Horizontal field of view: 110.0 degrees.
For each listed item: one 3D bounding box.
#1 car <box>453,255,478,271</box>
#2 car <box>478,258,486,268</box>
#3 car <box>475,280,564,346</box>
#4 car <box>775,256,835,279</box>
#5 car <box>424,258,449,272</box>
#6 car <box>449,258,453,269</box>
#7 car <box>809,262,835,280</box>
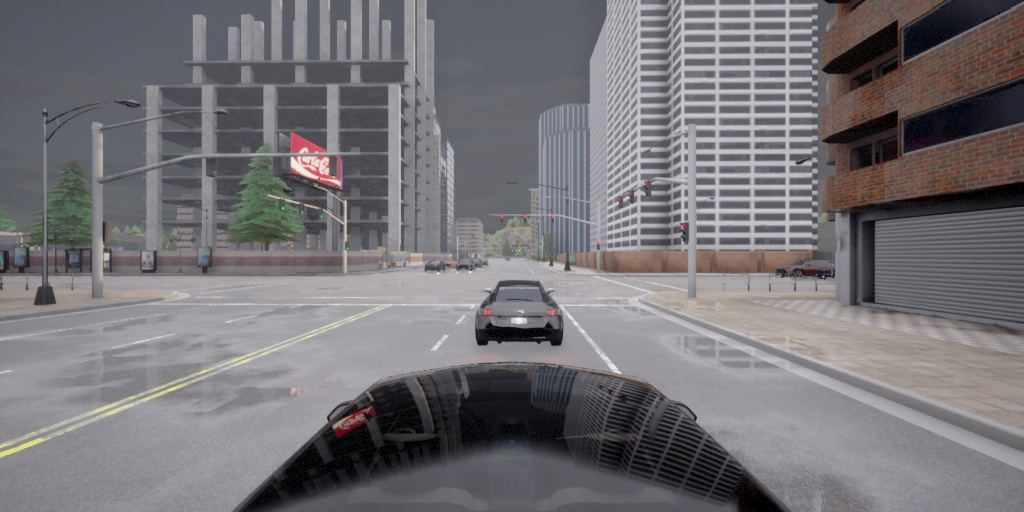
[{"bbox_3d":[-6.253,1.102,48.848,2.097,1.767,4.553,0,0,1],"label":"car"},{"bbox_3d":[-6.056,1.102,59.031,2.097,1.767,4.553,0,0,1],"label":"car"},{"bbox_3d":[0.194,1.314,9.452,1.994,1.385,4.181,0,0,1],"label":"car"},{"bbox_3d":[26.364,1.102,32.206,4.553,1.767,2.097,0,0,1],"label":"car"},{"bbox_3d":[-9.811,1.228,45.995,1.882,1.535,5.008,0,0,1],"label":"car"},{"bbox_3d":[-9.638,1.102,55.116,2.097,1.767,4.553,0,0,1],"label":"car"},{"bbox_3d":[27.120,1.351,28.697,4.718,1.301,1.895,0,0,1],"label":"car"}]
